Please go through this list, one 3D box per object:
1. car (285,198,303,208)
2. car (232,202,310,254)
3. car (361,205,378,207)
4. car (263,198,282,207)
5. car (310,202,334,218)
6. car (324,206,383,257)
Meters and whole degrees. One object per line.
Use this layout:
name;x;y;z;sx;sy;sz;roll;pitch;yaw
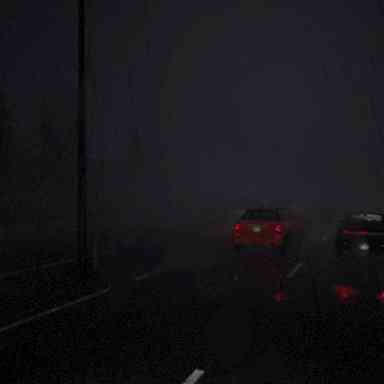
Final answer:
car;16.313;1.669;53.086;1.812;1.442;4.674;0;0;29
car;3.386;1.393;14.070;2.097;1.767;4.553;0;0;29
car;13.298;1.649;25.143;1.895;1.301;4.718;0;0;29
car;13.265;1.761;54.801;1.895;1.301;4.718;0;0;29
car;10.851;1.593;27.951;1.812;1.442;4.674;0;0;29
car;6.526;1.517;12.522;2.128;1.511;4.902;0;0;29
